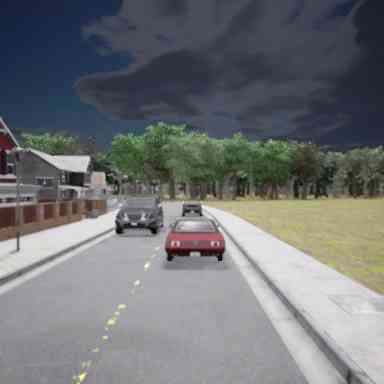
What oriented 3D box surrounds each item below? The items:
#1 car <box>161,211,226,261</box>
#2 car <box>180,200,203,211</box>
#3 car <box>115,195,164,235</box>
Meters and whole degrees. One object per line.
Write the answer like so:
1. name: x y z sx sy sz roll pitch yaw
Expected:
1. car: 0.102 1.603 12.311 1.895 1.301 4.718 0 0 0
2. car: -0.037 1.508 32.239 1.837 1.490 4.892 0 0 -2
3. car: -2.851 1.224 19.153 2.150 2.045 5.566 0 0 0
